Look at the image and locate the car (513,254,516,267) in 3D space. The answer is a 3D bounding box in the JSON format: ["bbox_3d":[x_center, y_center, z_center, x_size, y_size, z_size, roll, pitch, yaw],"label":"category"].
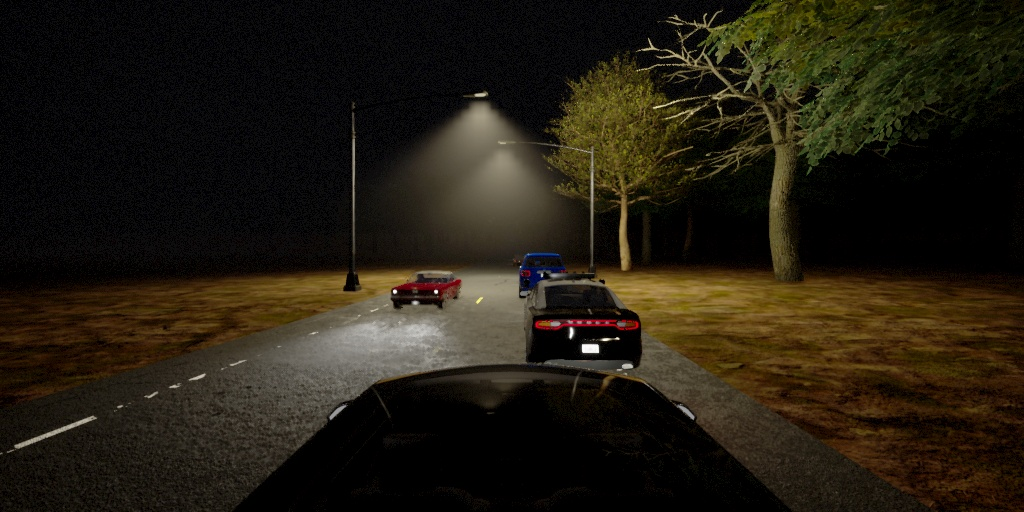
[{"bbox_3d":[1.069,0.677,49.636,2.033,1.411,5.357,0,2,2],"label":"car"}]

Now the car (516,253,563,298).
[{"bbox_3d":[1.425,0.889,17.800,2.150,2.045,5.566,0,1,1],"label":"car"}]

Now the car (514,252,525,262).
[{"bbox_3d":[1.315,0.188,62.302,1.837,1.490,4.892,0,2,1],"label":"car"}]

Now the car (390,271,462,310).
[{"bbox_3d":[-3.296,1.295,14.556,1.895,1.301,4.718,0,0,1],"label":"car"}]

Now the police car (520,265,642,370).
[{"bbox_3d":[1.215,1.159,7.887,1.930,1.638,5.238,0,0,1],"label":"police car"}]
